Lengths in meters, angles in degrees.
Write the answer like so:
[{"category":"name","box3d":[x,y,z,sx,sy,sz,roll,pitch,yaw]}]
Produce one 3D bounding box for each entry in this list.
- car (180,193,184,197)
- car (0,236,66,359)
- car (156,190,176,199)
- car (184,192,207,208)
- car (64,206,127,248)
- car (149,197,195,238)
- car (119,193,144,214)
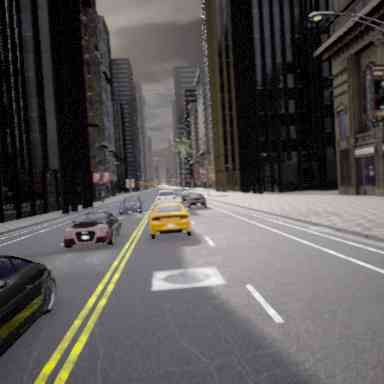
[{"category":"car","box3d":[-0.582,0.789,47.968,1.837,1.490,4.892,-4,2,-4]},{"category":"car","box3d":[-3.574,1.725,4.978,1.994,1.385,4.181,-4,1,-5]},{"category":"car","box3d":[-2.933,0.824,38.024,2.150,2.045,5.566,-4,1,-5]},{"category":"car","box3d":[0.473,0.930,35.892,1.837,1.490,4.892,-4,1,-4]},{"category":"car","box3d":[-4.445,1.623,15.374,1.994,1.385,4.181,-4,1,-4]},{"category":"car","box3d":[-1.134,1.303,16.951,1.882,1.535,5.008,-4,1,-5]},{"category":"car","box3d":[-5.883,1.229,32.617,2.097,1.767,4.553,-4,1,-4]}]
